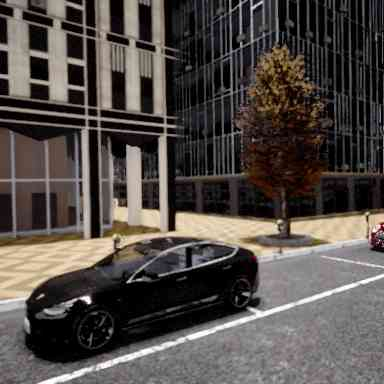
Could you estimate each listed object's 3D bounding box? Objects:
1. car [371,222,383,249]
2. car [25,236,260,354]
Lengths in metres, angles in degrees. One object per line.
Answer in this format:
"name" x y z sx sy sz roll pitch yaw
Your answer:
"car" 8.568 1.326 12.647 4.097 1.590 1.967 -1 -1 -35
"car" -0.620 1.542 6.091 4.313 1.339 1.947 -1 -1 -35
